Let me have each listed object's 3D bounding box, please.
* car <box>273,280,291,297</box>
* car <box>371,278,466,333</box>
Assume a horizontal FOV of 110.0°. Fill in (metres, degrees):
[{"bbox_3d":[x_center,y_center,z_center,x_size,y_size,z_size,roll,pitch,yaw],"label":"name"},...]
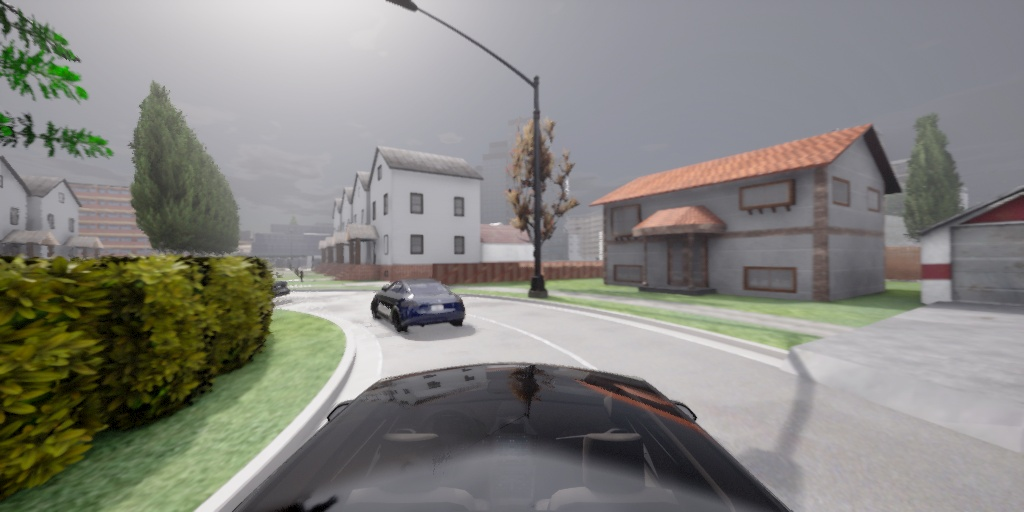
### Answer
[{"bbox_3d":[-13.429,1.503,16.787,5.357,1.411,2.033,0,0,0],"label":"car"},{"bbox_3d":[-3.091,1.405,11.428,1.994,1.385,4.181,0,-1,-32],"label":"car"}]
